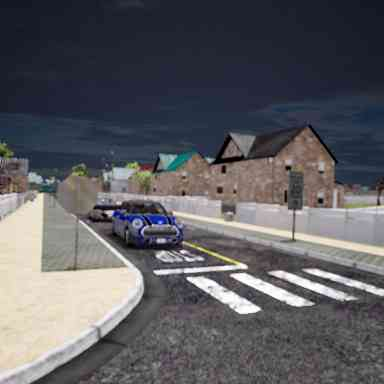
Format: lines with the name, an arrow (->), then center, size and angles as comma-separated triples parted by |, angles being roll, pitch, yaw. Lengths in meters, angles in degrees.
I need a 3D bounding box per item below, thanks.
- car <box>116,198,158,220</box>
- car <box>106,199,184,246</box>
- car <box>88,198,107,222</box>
car -> -4.518, 1.291, 26.661 | 2.128, 1.511, 4.902 | 2, 0, -24
car -> -1.992, 1.149, 14.005 | 2.097, 1.767, 4.553 | 2, 0, -24
car -> -6.107, 1.203, 23.233 | 2.128, 1.511, 4.902 | 2, 0, -24
